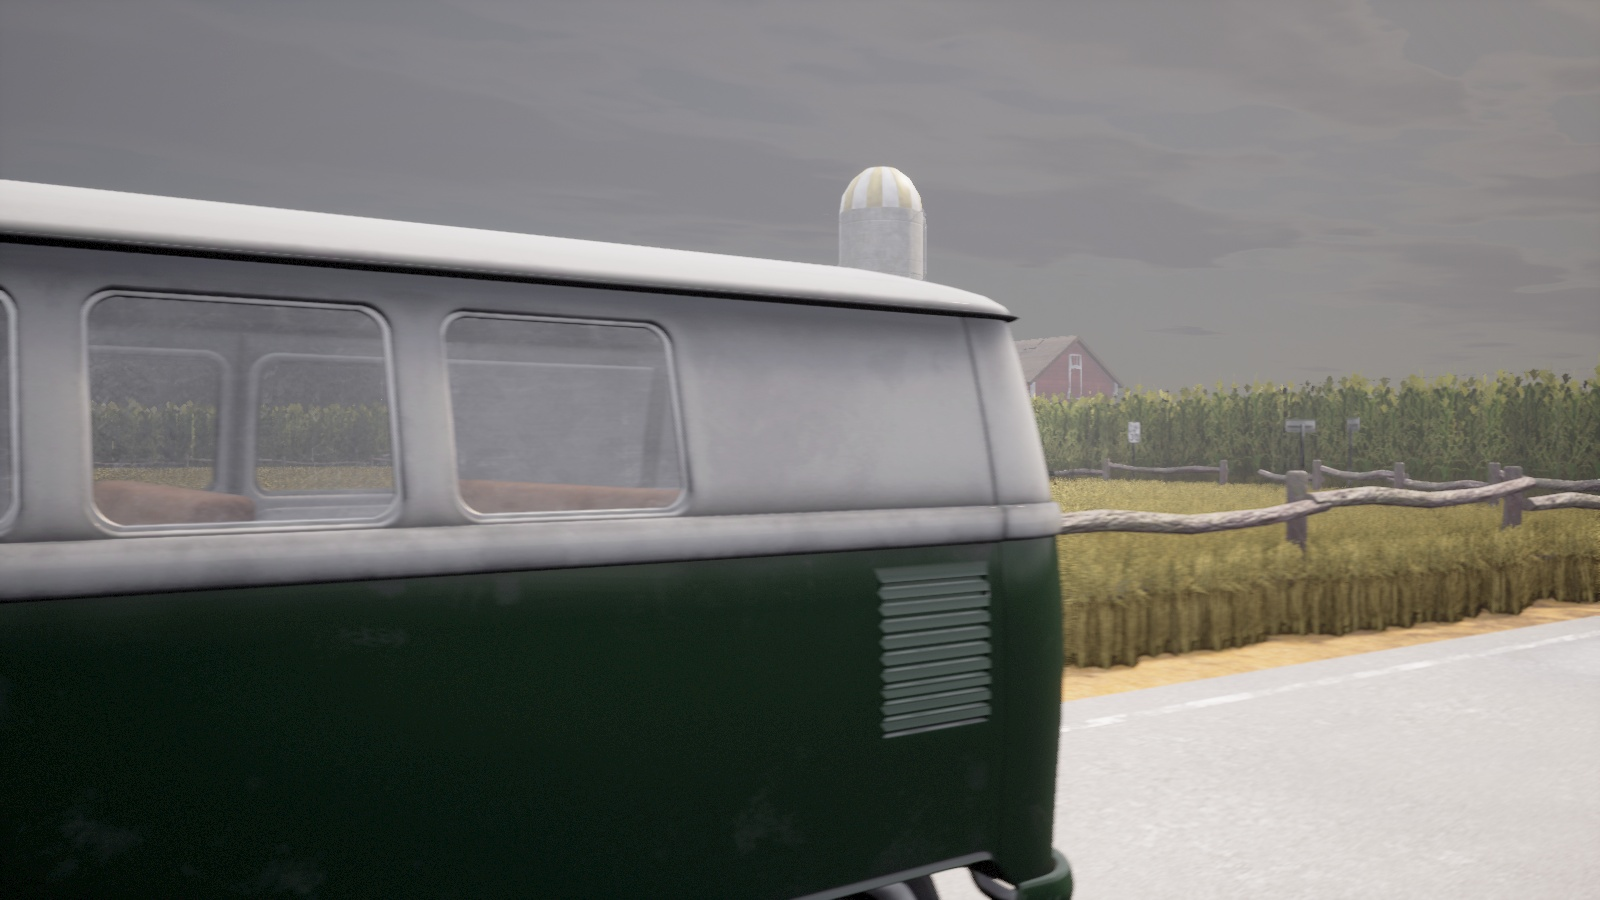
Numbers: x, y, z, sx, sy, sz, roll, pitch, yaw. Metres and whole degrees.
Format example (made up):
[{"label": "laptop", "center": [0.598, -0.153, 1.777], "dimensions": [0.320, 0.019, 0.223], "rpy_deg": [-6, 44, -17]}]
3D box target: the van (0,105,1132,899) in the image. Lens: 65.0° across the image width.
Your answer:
[{"label": "van", "center": [-1.491, 0.504, 2.622], "dimensions": [4.442, 1.987, 1.775], "rpy_deg": [0, 0, -35]}]
